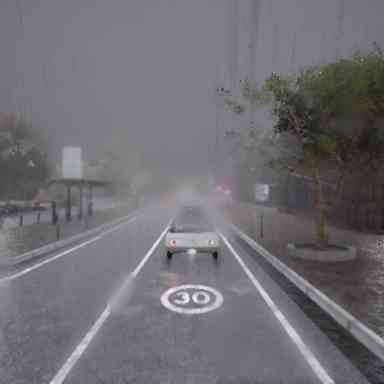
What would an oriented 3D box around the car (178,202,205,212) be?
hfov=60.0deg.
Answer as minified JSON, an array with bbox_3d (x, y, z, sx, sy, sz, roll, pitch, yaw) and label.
[{"bbox_3d":[0.027,1.683,28.529,1.837,1.490,4.892,0,0,0],"label":"car"}]

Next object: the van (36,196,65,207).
[{"bbox_3d":[-21.996,1.602,51.553,4.442,1.987,1.878,0,0,0],"label":"van"}]

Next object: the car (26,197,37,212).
[{"bbox_3d":[-22.095,1.753,40.452,4.892,1.521,2.231,0,0,0],"label":"car"}]

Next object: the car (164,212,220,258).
[{"bbox_3d":[0.021,1.695,13.227,1.895,1.301,4.718,0,0,0],"label":"car"}]

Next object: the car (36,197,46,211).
[{"bbox_3d":[-22.133,1.800,43.226,4.792,1.488,2.163,0,0,0],"label":"car"}]

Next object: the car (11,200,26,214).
[{"bbox_3d":[-22.104,1.733,37.676,5.008,1.535,2.097,0,0,0],"label":"car"}]

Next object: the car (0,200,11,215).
[{"bbox_3d":[-22.126,1.590,34.901,4.553,1.767,2.185,0,0,0],"label":"car"}]

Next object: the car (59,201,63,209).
[{"bbox_3d":[-22.140,1.838,48.777,4.792,1.488,2.163,0,0,0],"label":"car"}]

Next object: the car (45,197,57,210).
[{"bbox_3d":[-21.921,1.786,46.001,5.366,1.575,1.946,0,0,0],"label":"car"}]

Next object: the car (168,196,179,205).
[{"bbox_3d":[-3.295,1.514,59.645,2.128,1.511,4.902,0,1,0],"label":"car"}]
